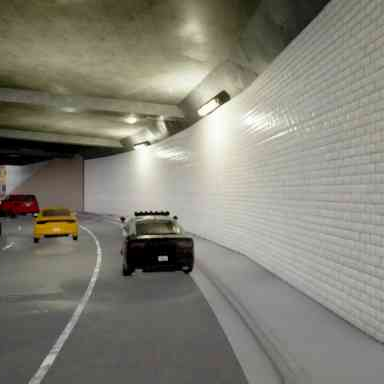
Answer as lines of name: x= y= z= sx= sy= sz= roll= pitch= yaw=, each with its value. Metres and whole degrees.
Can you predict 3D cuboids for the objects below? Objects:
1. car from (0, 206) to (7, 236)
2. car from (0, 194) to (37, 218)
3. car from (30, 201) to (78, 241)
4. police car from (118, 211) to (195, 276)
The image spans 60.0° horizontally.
car: x=-10.067 y=1.564 z=15.347 sx=1.994 sy=1.385 sz=4.181 roll=0 pitch=0 yaw=-23
car: x=-15.856 y=1.216 z=30.445 sx=2.150 sy=2.045 sz=5.566 roll=0 pitch=0 yaw=-43
car: x=-6.887 y=1.478 z=16.802 sx=1.882 sy=1.535 sz=5.008 roll=0 pitch=0 yaw=-23
police car: x=-1.301 y=1.425 z=10.654 sx=1.930 sy=1.638 sz=5.238 roll=0 pitch=0 yaw=-13
